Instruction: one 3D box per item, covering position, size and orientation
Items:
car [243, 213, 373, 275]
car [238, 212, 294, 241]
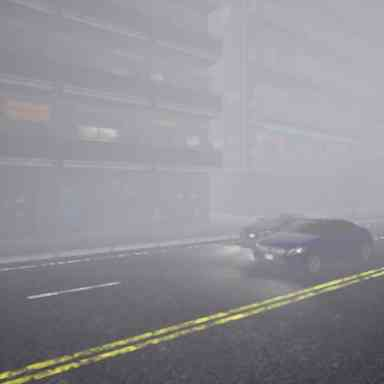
[{"bbox_3d":[4.019,1.545,10.643,4.674,1.442,1.812,0,0,-36],"label":"car"},{"bbox_3d":[4.035,1.589,14.709,4.181,1.385,1.994,0,0,-37],"label":"car"}]
